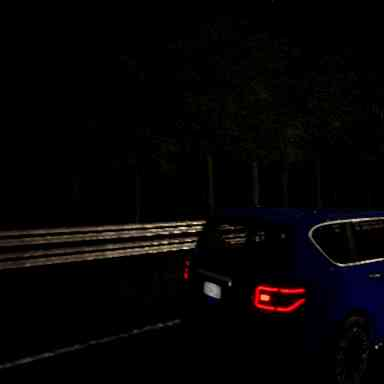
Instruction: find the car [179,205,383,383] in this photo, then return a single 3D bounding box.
[{"bbox_3d":[2.437,1.244,5.393,5.566,2.045,2.150,0,0,-35],"label":"car"}]
